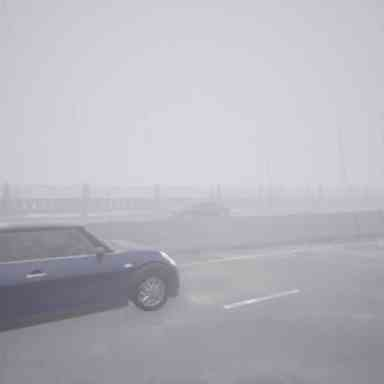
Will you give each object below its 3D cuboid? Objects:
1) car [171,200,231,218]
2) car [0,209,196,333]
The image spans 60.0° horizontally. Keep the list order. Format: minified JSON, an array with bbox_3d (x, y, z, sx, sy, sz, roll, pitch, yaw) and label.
[{"bbox_3d":[0.512,1.371,24.371,4.892,1.490,1.837,0,0,-27],"label":"car"},{"bbox_3d":[-2.450,1.307,6.106,4.553,1.767,2.097,0,0,-35],"label":"car"}]
